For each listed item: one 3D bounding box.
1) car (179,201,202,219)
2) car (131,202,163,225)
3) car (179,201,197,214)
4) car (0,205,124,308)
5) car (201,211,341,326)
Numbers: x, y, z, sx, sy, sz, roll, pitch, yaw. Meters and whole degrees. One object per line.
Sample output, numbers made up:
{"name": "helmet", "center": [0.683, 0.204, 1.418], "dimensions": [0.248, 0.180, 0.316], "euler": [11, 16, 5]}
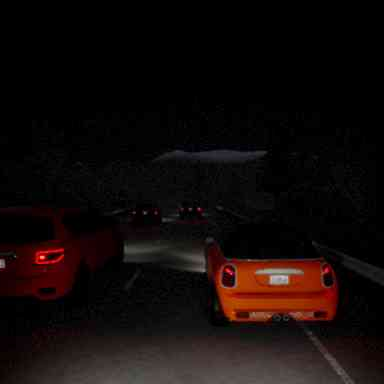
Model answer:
{"name": "car", "center": [-0.192, 1.620, 32.206], "dimensions": [2.097, 1.767, 4.553], "euler": [-1, 0, -1]}
{"name": "car", "center": [-3.492, 1.603, 26.448], "dimensions": [2.097, 1.767, 4.553], "euler": [-1, 0, -2]}
{"name": "car", "center": [-0.562, 1.904, 42.437], "dimensions": [2.033, 1.411, 5.357], "euler": [-1, 0, -2]}
{"name": "car", "center": [-3.268, 1.322, 8.302], "dimensions": [2.150, 2.045, 5.566], "euler": [-1, 0, 0]}
{"name": "car", "center": [1.377, 1.400, 7.318], "dimensions": [2.097, 1.767, 4.553], "euler": [-1, 0, 0]}
